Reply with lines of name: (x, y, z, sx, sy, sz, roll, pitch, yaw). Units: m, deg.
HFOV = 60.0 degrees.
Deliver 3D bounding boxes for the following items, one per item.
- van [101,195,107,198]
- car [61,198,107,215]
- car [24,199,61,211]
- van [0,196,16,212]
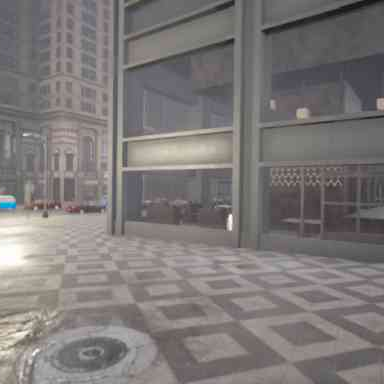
van: (-12.069, 1.406, 50.282, 1.690, 1.788, 3.998, 1, 0, 35)
car: (-11.465, 1.709, 36.309, 1.887, 1.381, 4.507, 1, 0, 35)
car: (-18.444, 1.567, 41.256, 1.887, 1.381, 4.507, 1, 0, 35)
van: (-21.627, 1.343, 36.741, 1.690, 1.788, 3.998, 1, 0, 35)
